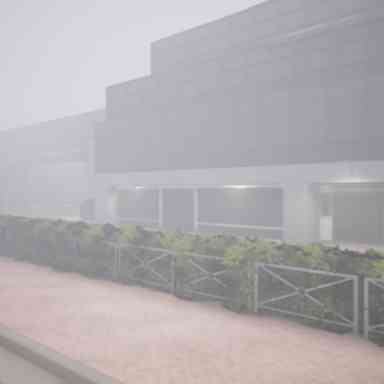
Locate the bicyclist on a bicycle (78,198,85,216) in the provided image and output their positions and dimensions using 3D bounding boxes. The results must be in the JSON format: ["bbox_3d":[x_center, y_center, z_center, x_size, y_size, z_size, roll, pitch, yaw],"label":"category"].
[{"bbox_3d":[-9.300,1.318,28.716,1.656,1.620,0.582,0,0,36],"label":"bicyclist on a bicycle"}]
